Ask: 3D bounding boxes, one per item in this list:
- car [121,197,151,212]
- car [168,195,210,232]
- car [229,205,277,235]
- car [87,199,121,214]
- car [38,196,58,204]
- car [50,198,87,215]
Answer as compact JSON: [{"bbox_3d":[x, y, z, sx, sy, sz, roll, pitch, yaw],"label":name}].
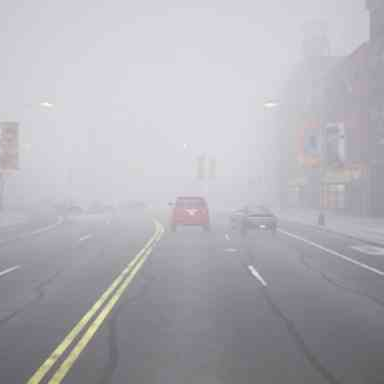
[{"bbox_3d":[-7.071,1.471,38.615,1.882,1.535,5.008,0,0,-34],"label":"car"},{"bbox_3d":[-0.254,1.218,20.320,2.150,2.045,5.566,0,0,-5],"label":"car"},{"bbox_3d":[3.334,1.489,18.826,2.128,1.511,4.902,0,0,-4],"label":"car"},{"bbox_3d":[-9.721,1.519,36.018,1.812,1.442,4.674,0,0,-35],"label":"car"},{"bbox_3d":[-25.754,1.509,60.539,4.674,1.452,2.002,0,0,20],"label":"car"},{"bbox_3d":[-12.933,1.595,34.741,1.895,1.301,4.718,0,0,-37],"label":"car"}]
